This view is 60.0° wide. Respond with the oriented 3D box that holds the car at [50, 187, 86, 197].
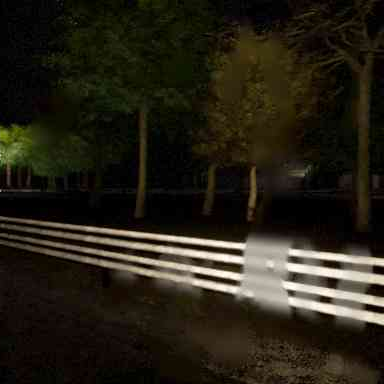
[{"bbox_3d":[-17.668,0.000,47.474,4.792,1.488,2.163,0,1,-4],"label":"car"}]
